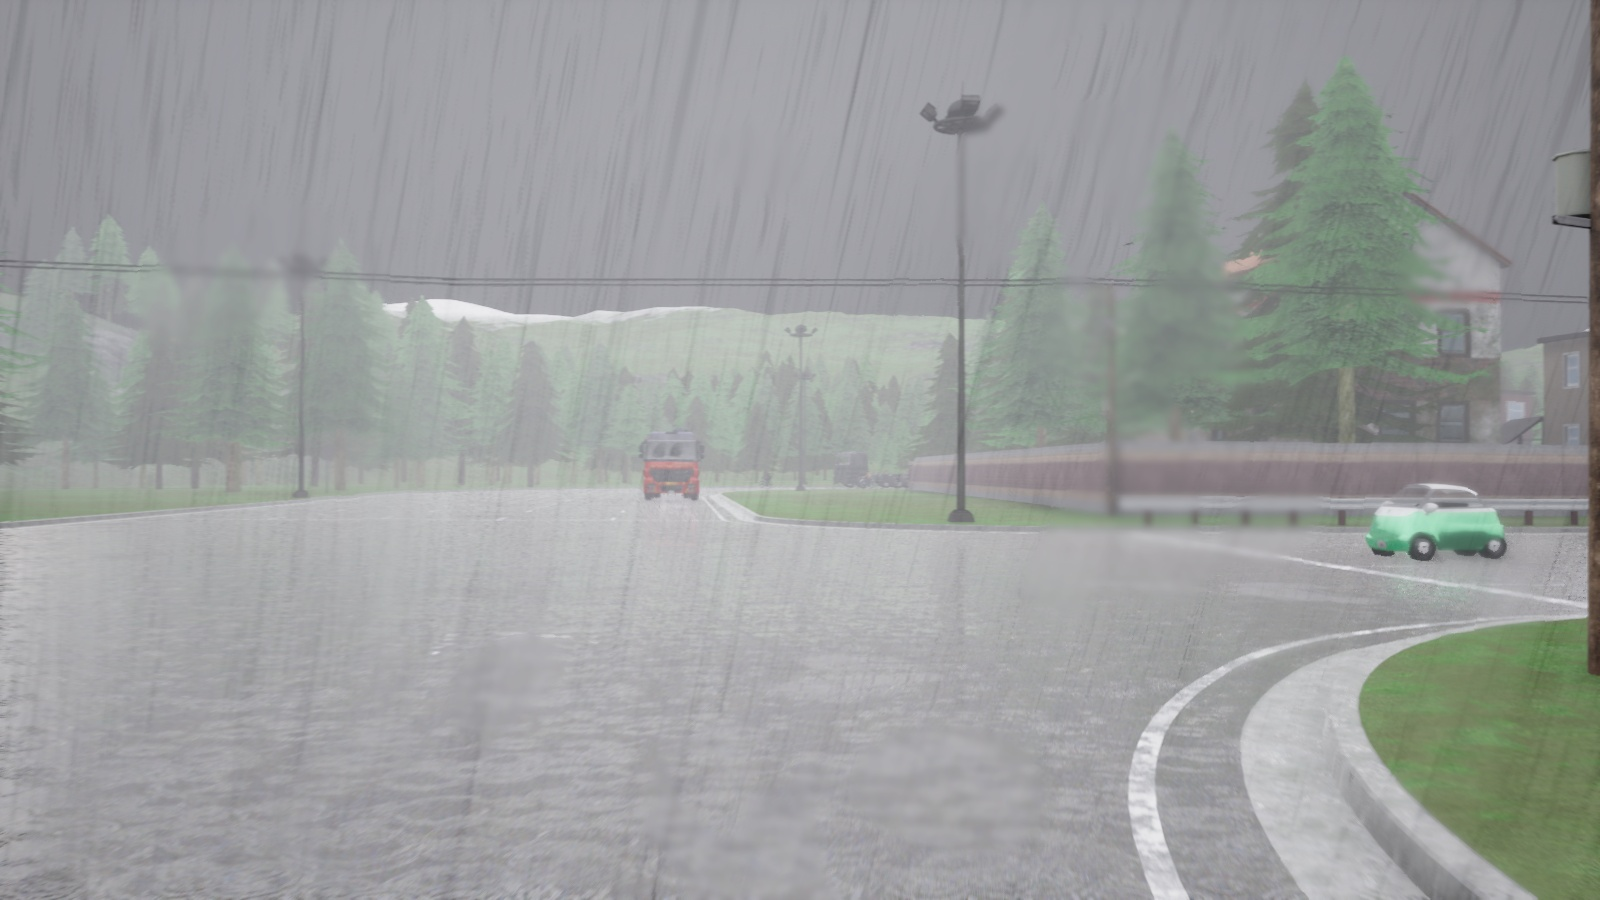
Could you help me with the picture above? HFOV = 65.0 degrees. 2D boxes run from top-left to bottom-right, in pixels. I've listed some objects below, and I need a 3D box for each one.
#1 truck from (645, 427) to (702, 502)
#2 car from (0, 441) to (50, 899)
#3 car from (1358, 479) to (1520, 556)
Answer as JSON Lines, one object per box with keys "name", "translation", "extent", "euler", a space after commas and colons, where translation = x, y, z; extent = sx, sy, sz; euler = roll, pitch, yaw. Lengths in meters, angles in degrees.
{"name": "truck", "translation": [-6.845, 0.809, 67.976], "extent": [2.891, 3.827, 8.468], "euler": [0, -1, -6]}
{"name": "car", "translation": [-3.478, 0.757, 2.063], "extent": [1.851, 1.617, 3.988], "euler": [0, -1, 5]}
{"name": "car", "translation": [11.775, 1.225, 23.227], "extent": [2.207, 1.376, 1.481], "euler": [0, -1, -6]}
